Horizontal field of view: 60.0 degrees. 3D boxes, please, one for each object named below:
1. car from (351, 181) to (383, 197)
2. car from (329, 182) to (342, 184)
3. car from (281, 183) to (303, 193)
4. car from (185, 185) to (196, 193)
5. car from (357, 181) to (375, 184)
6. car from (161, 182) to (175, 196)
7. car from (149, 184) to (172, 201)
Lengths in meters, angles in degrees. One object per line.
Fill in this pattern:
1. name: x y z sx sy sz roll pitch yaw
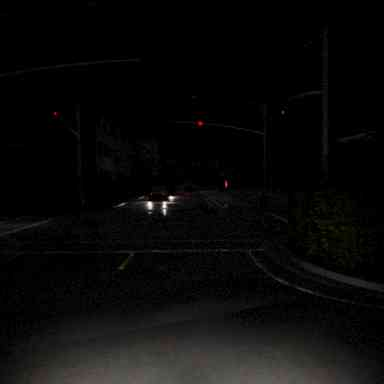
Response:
1. car: 22.256 -0.468 42.123 1.932 1.855 4.605 -1 2 0
2. car: 25.301 -1.045 59.514 2.152 1.636 5.027 -1 2 0
3. car: 15.263 -0.538 52.100 2.007 1.523 4.514 -1 2 0
4. car: -0.177 -0.567 58.719 1.812 1.442 4.674 -1 2 0
5. car: 19.012 -0.181 34.242 1.905 1.878 3.866 -1 2 0
6. car: -3.746 -0.510 49.432 2.150 2.045 5.566 -1 2 0
7. car: -3.720 0.147 37.792 1.882 1.535 5.008 -1 2 0
